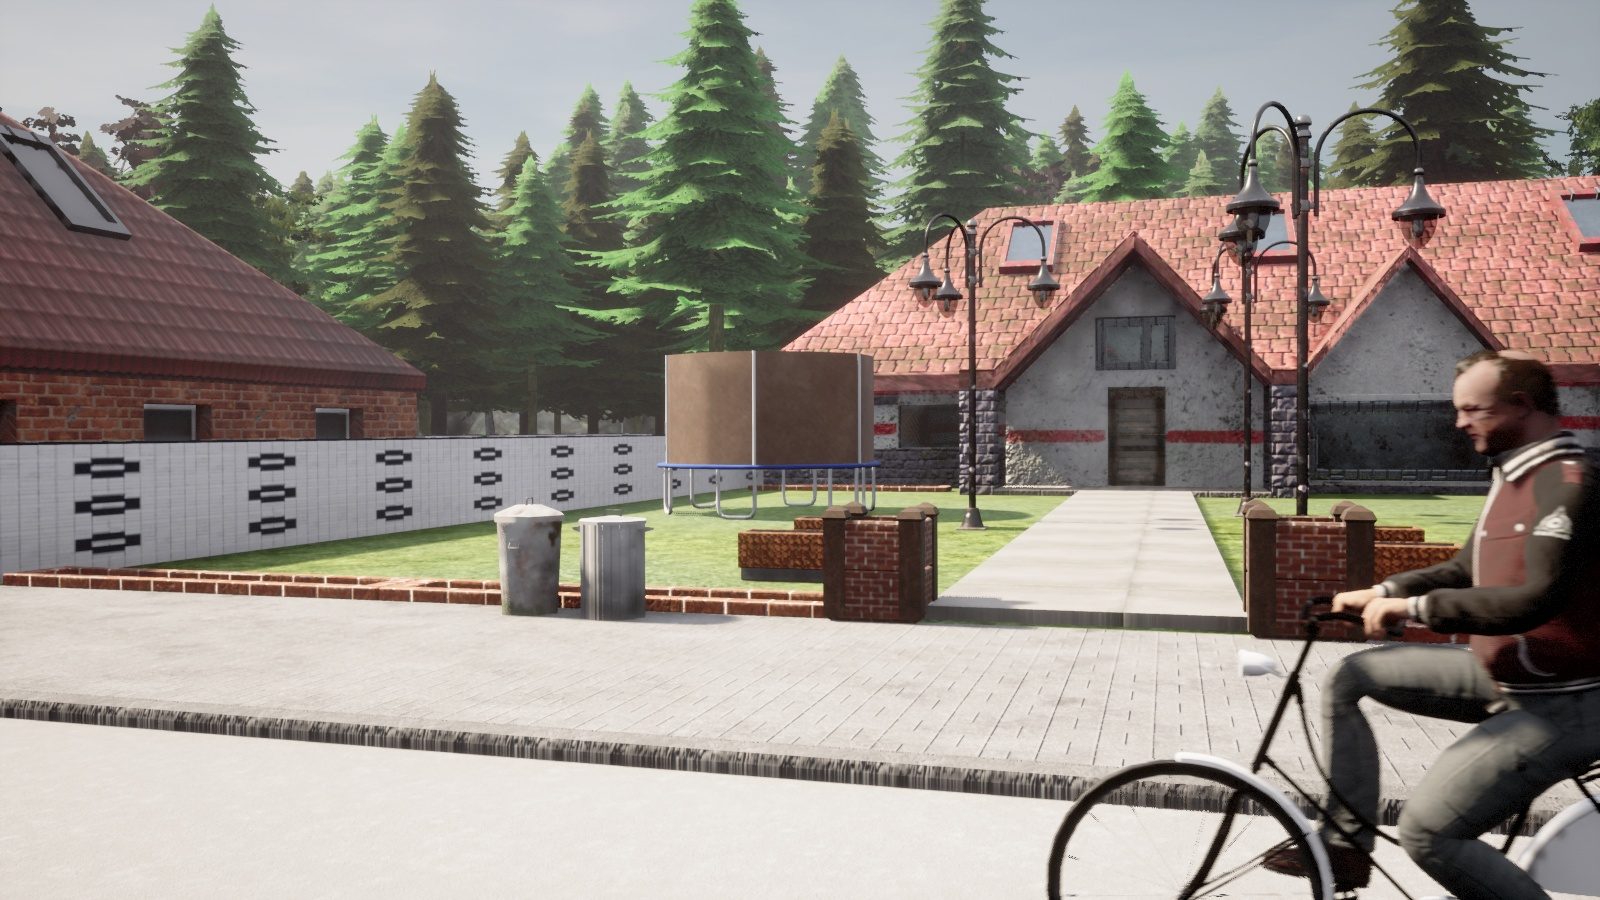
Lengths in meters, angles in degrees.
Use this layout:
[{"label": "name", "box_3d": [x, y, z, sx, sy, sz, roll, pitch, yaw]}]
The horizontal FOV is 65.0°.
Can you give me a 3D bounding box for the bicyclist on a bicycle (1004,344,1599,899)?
[{"label": "bicyclist on a bicycle", "box_3d": [1.478, 0.653, 3.113, 1.843, 1.776, 0.659, 1, 1, 16]}]
